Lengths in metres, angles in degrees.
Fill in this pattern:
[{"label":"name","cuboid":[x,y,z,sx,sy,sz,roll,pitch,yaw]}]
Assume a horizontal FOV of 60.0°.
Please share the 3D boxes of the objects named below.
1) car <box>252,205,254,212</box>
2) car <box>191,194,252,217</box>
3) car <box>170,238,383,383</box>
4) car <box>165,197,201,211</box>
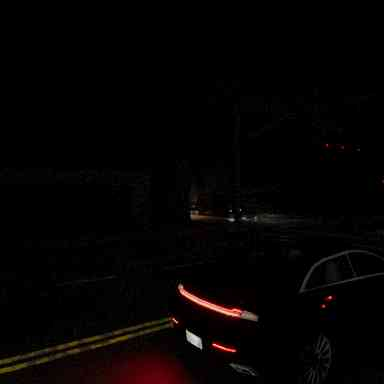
[{"label":"car","cuboid":[4.295,1.478,34.845,1.882,1.535,5.008,0,0,-37]},{"label":"car","cuboid":[2.578,1.222,31.302,2.150,2.045,5.566,0,0,-36]},{"label":"car","cuboid":[1.998,1.492,5.255,4.902,1.511,2.128,0,0,-35]},{"label":"car","cuboid":[-1.243,1.492,42.265,2.128,1.511,4.902,0,0,-37]}]
